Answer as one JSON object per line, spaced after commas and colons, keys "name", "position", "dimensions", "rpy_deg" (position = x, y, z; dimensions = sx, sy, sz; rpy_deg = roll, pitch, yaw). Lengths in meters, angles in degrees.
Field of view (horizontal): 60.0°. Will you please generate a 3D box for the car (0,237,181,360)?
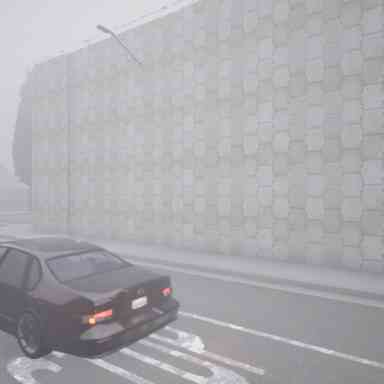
{"name": "car", "position": [-2.758, 1.547, 5.950], "dimensions": [5.357, 1.411, 2.033], "rpy_deg": [0, 0, 35]}
